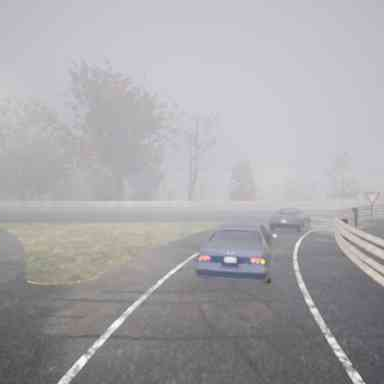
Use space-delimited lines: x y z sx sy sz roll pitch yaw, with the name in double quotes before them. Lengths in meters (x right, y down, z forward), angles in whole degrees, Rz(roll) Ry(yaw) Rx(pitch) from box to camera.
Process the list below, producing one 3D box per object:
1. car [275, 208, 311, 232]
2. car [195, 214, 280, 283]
"car" 6.384 1.710 21.538 1.994 1.385 4.181 0 0 28
"car" 1.505 1.610 9.972 2.033 1.411 5.357 0 0 15
